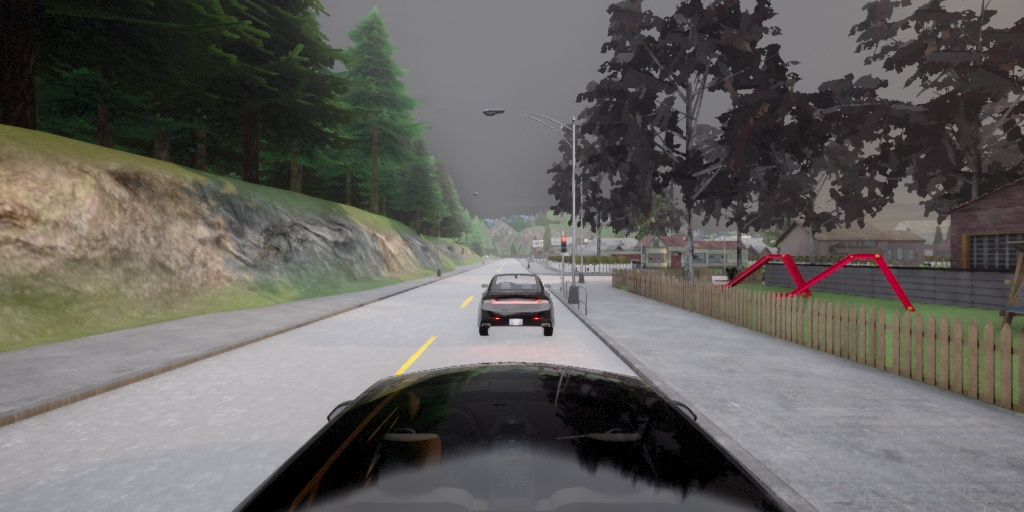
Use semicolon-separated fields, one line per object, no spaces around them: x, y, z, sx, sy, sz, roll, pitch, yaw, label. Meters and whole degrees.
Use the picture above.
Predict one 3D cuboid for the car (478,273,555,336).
0.118;1.242;10.332;2.128;1.511;4.902;0;0;1;car
